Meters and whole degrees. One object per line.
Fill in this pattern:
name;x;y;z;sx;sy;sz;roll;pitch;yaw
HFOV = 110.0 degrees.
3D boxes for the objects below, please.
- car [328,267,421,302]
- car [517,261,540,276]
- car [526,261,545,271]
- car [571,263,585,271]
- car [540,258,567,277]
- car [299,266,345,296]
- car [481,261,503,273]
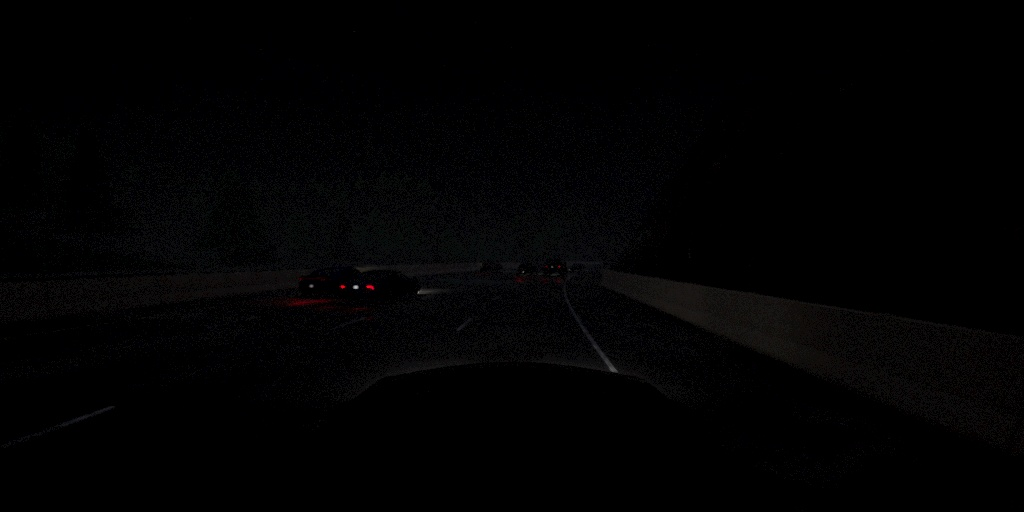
car;-6.210;1.377;17.443;2.033;1.411;5.357;0;0;7
car;1.928;1.571;42.805;1.837;1.490;4.892;0;-1;15
car;4.177;1.706;62.456;1.882;1.535;5.008;0;-1;20
car;11.365;1.830;61.663;1.994;1.385;4.181;0;0;21
car;5.014;1.296;41.295;2.150;2.045;5.566;0;-1;15
car;-9.365;1.305;19.719;1.882;1.535;5.008;0;0;7
car;-2.889;1.459;52.089;2.097;1.767;4.553;0;0;16
